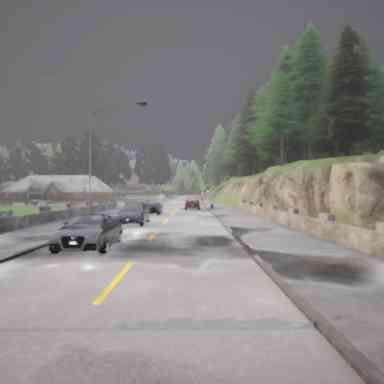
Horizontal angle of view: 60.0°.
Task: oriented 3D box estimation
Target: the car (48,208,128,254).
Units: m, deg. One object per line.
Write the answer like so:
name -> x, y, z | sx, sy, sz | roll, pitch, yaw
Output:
car -> -4.098, 1.566, 13.421 | 1.994, 1.385, 4.181 | 0, 0, 0

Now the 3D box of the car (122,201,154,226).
car -> -4.082, 1.507, 23.436 | 1.837, 1.490, 4.892 | 0, 0, 0

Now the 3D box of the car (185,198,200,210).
car -> 0.064, 1.483, 43.096 | 1.882, 1.535, 5.008 | 0, 0, 0

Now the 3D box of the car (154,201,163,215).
car -> -4.007, 1.605, 33.618 | 1.895, 1.301, 4.718 | 0, 0, 0
